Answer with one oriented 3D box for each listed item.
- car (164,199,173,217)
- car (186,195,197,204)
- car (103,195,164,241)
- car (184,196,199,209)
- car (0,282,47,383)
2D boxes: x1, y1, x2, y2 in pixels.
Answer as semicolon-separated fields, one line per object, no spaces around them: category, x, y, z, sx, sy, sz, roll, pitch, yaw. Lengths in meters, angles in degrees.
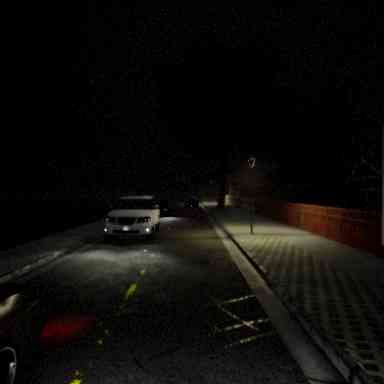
car;-2.828;1.446;30.867;1.837;1.490;4.892;0;0;0
car;-0.047;1.344;58.178;1.812;1.442;4.674;0;0;0
car;-2.859;1.192;16.995;2.150;2.045;5.566;0;0;-1
car;-0.015;1.491;44.084;1.895;1.301;4.718;0;0;1
car;-2.850;1.544;2.126;2.033;1.411;5.357;0;0;0
